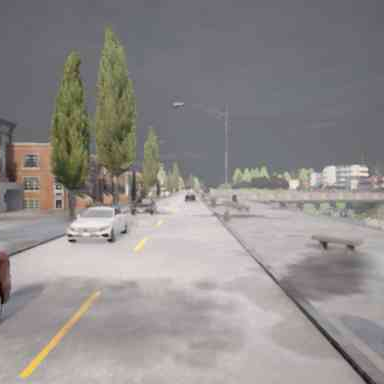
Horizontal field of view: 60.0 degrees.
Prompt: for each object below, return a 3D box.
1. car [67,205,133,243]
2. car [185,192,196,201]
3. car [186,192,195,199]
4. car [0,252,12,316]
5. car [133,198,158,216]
[{"bbox_3d":[-4.156,1.389,15.332,1.812,1.442,4.674,0,0,0],"label":"car"},{"bbox_3d":[-0.288,0.890,60.292,1.882,1.535,5.008,0,1,0],"label":"car"},{"bbox_3d":[-0.339,0.777,70.711,1.994,1.385,4.181,0,1,0],"label":"car"},{"bbox_3d":[-4.112,1.453,3.836,1.882,1.535,5.008,0,0,0],"label":"car"},{"bbox_3d":[-4.167,1.251,29.465,1.812,1.442,4.674,0,0,0],"label":"car"}]
